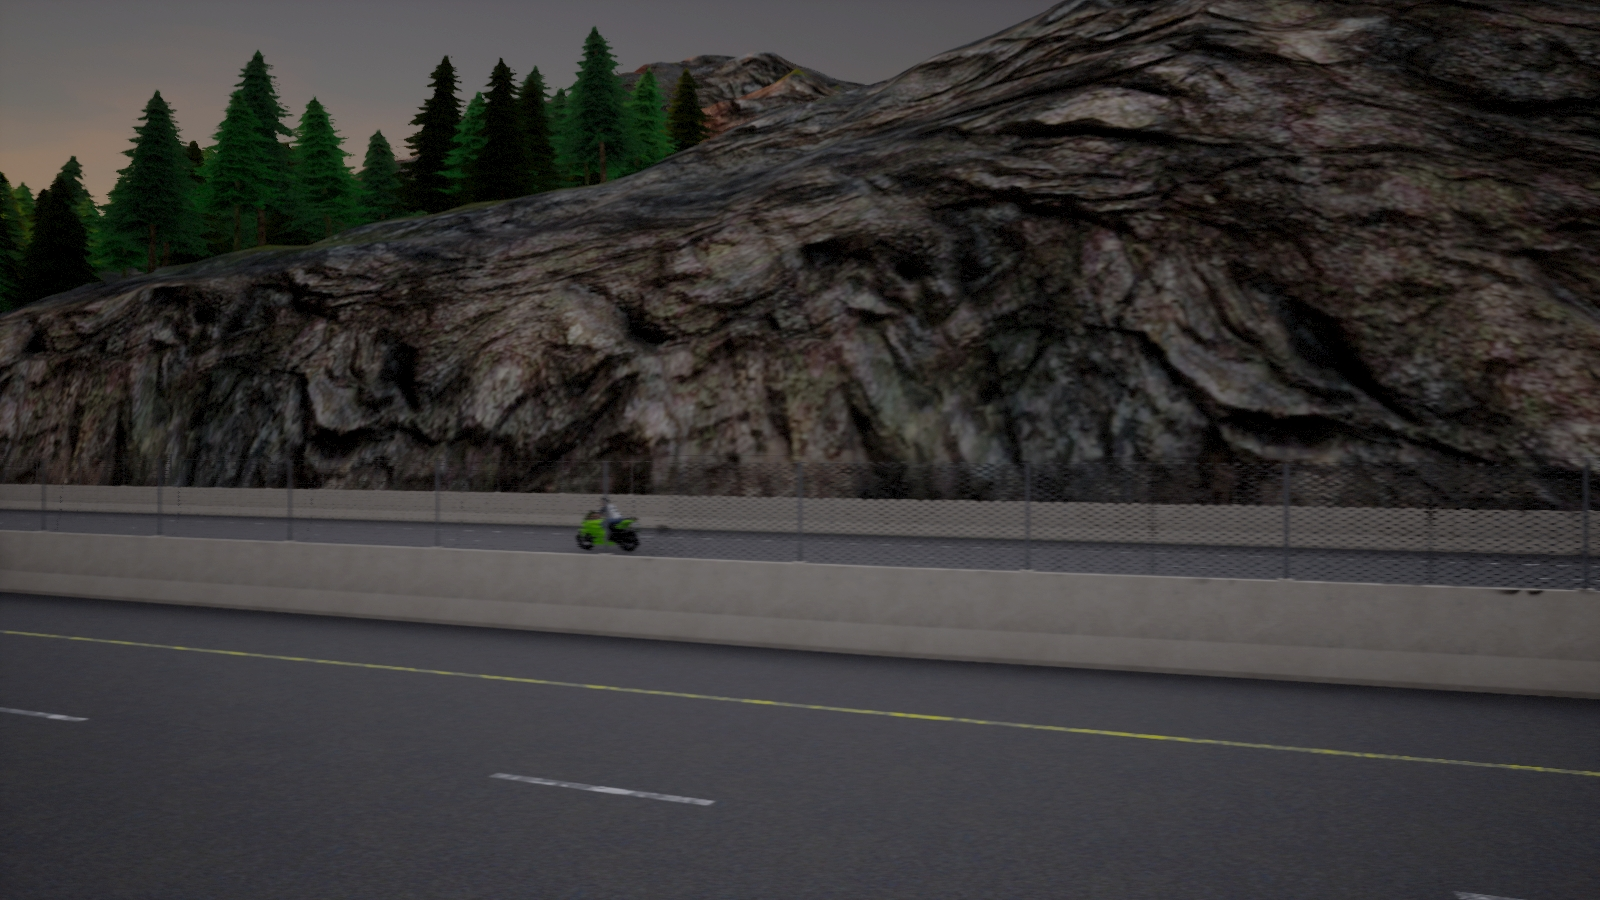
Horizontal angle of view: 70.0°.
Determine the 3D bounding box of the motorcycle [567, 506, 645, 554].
[{"bbox_3d":[-5.388,2.211,31.756,2.033,1.217,0.803,0,0,23],"label":"motorcycle"}]
